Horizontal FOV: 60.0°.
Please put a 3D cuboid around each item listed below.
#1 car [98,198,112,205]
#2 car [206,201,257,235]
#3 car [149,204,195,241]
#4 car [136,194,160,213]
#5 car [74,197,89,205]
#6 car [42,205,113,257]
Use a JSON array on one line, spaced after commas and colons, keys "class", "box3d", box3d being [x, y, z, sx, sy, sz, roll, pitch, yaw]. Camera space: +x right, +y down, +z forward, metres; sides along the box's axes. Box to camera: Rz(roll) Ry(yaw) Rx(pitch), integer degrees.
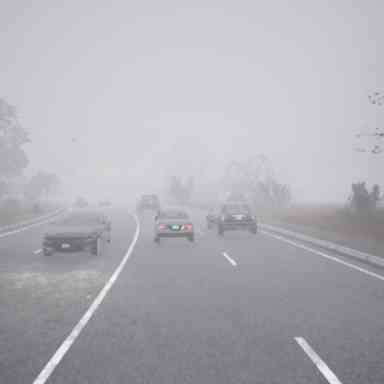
[{"class": "car", "box3d": [-13.981, 1.620, 53.036, 2.033, 1.411, 5.357, 0, 0, -21]}, {"class": "car", "box3d": [2.140, 1.368, 19.164, 2.097, 1.767, 4.553, 0, 0, -7]}, {"class": "car", "box3d": [-1.014, 1.567, 16.759, 2.033, 1.411, 5.357, 0, 0, -7]}, {"class": "car", "box3d": [-5.017, 1.270, 37.485, 2.150, 2.045, 5.566, 0, 0, -15]}, {"class": "car", "box3d": [-16.979, 1.574, 51.034, 1.837, 1.490, 4.892, 0, 0, -21]}, {"class": "car", "box3d": [-4.402, 1.500, 13.408, 1.882, 1.535, 5.008, 0, 0, -6]}]
